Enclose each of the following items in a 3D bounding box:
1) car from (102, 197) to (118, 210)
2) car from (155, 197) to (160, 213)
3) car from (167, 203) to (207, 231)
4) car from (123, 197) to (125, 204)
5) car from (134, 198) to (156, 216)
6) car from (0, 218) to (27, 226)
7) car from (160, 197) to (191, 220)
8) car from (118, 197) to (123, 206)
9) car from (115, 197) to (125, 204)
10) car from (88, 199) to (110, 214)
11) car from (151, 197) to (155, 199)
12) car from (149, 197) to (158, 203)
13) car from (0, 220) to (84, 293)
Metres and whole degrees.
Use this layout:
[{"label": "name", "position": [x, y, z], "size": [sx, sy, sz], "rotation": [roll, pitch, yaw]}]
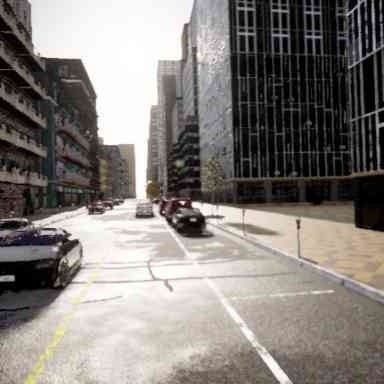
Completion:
[{"label": "car", "position": [-13.402, 1.810, 52.318], "size": [2.192, 1.841, 5.009], "rotation": [-1, 0, -8]}, {"label": "car", "position": [-2.673, 1.477, 37.168], "size": [2.192, 1.841, 5.009], "rotation": [-1, 0, -8]}, {"label": "car", "position": [-0.225, 1.617, 20.779], "size": [1.947, 1.339, 4.313], "rotation": [-1, 0, -8]}, {"label": "car", "position": [-17.480, 2.054, 79.631], "size": [2.192, 1.841, 5.009], "rotation": [-1, 0, -8]}, {"label": "car", "position": [-5.123, 1.746, 35.983], "size": [1.812, 1.442, 4.674], "rotation": [-1, 0, -8]}, {"label": "car", "position": [-7.695, 1.807, 14.081], "size": [1.802, 1.307, 4.206], "rotation": [-1, 0, -8]}, {"label": "car", "position": [-1.043, 1.403, 26.243], "size": [2.192, 1.841, 5.009], "rotation": [-1, 0, -8]}, {"label": "car", "position": [-15.843, 2.204, 68.705], "size": [1.947, 1.339, 4.313], "rotation": [-1, 0, -8]}, {"label": "car", "position": [-18.297, 2.107, 85.093], "size": [2.192, 1.841, 5.009], "rotation": [-1, 0, -8]}, {"label": "car", "position": [-11.769, 1.954, 41.392], "size": [1.887, 1.381, 4.507], "rotation": [-1, 0, -8]}, {"label": "car", "position": [-7.556, 2.012, 69.941], "size": [1.802, 1.307, 4.206], "rotation": [-1, 0, -8]}, {"label": "car", "position": [-9.995, 2.023, 86.331], "size": [1.967, 1.590, 4.097], "rotation": [-1, 0, -8]}, {"label": "car", "position": [-4.247, 1.690, 9.117], "size": [1.994, 1.385, 4.181], "rotation": [-1, 0, -8]}]
